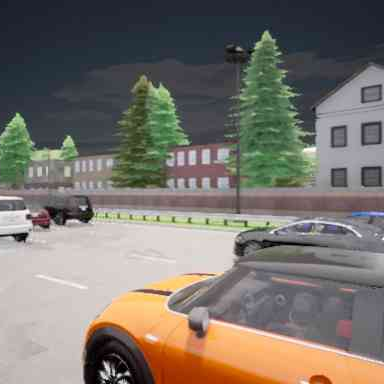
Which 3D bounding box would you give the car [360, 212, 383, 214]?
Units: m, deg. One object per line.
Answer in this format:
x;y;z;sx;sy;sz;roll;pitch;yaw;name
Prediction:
6.419;1.480;12.311;5.008;1.535;1.882;0;0;35;car

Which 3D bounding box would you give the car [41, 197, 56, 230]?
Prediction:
-10.657;1.365;20.188;4.553;1.767;2.097;0;0;35;car

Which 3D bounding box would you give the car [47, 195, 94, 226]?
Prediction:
-9.349;1.237;23.553;5.566;2.045;2.150;0;0;35;car

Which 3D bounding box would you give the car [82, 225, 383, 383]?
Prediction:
0.980;1.353;3.294;4.553;1.767;2.097;0;0;36;car

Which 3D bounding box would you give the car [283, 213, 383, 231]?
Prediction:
3.607;1.493;10.018;4.902;1.511;2.128;0;0;35;car

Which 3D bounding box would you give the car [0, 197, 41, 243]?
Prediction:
-9.477;1.231;15.047;5.566;2.045;2.150;0;0;36;car
